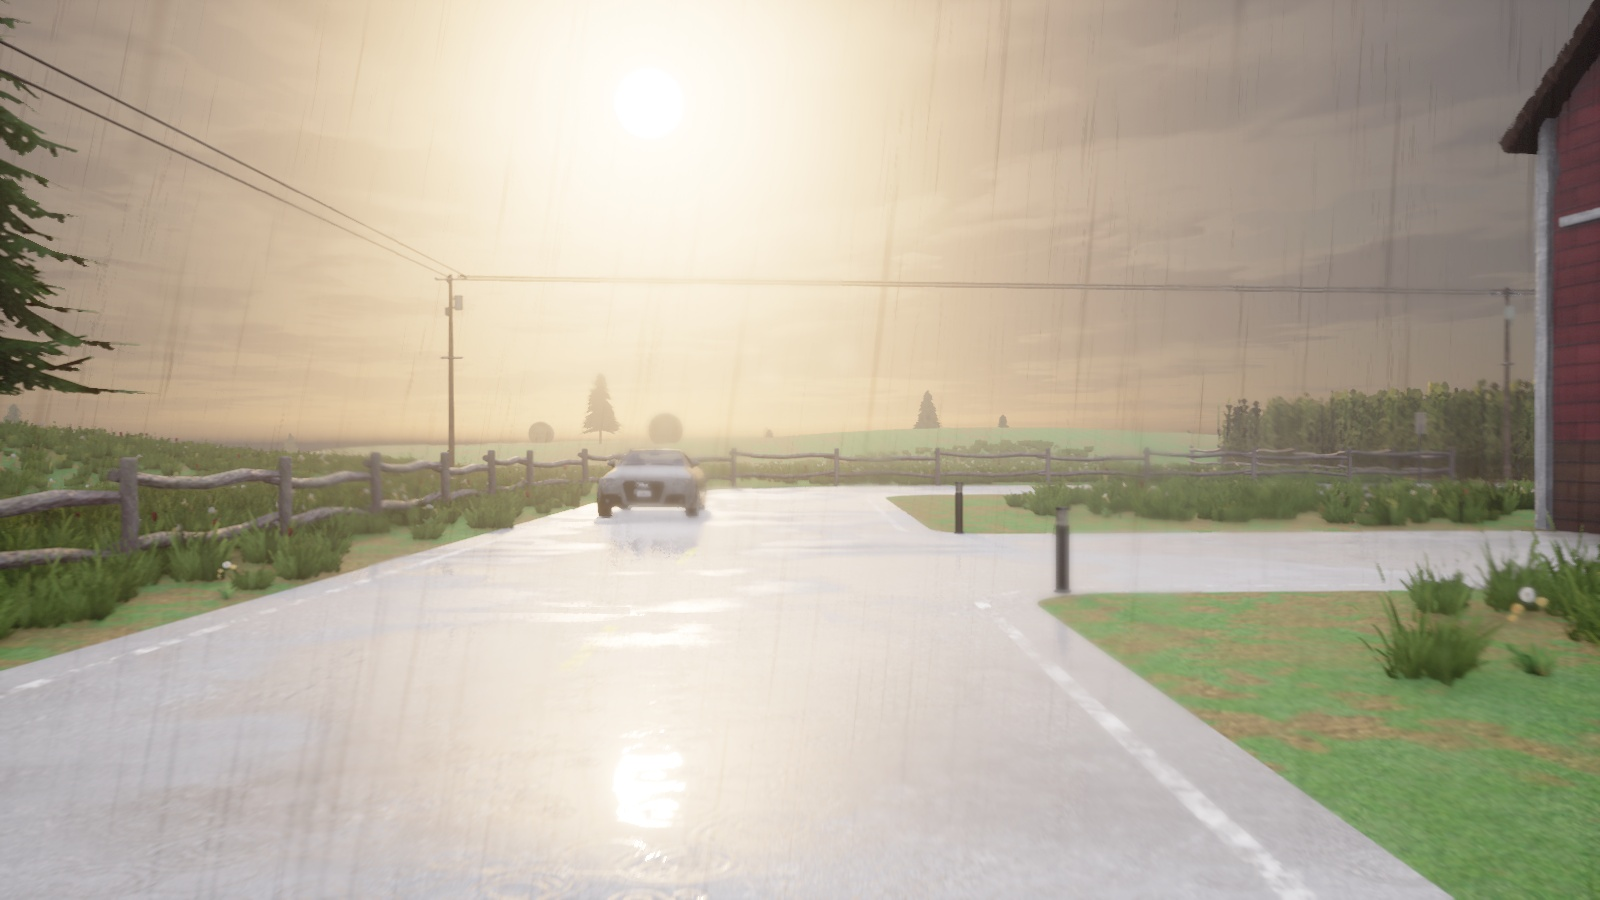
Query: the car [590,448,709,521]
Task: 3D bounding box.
[{"bbox_3d":[-3.048,0.659,26.332,1.994,1.385,4.181,0,0,0],"label":"car"}]
